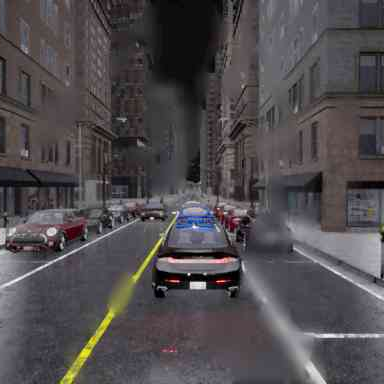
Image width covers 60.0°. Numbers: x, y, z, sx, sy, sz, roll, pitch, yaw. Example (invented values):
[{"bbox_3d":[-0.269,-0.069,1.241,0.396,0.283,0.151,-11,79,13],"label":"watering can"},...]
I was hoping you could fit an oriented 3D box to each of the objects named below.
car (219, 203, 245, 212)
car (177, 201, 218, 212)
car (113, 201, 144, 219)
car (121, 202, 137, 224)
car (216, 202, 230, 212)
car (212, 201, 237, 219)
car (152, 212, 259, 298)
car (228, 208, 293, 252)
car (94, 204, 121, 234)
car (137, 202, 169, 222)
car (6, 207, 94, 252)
[{"bbox_3d":[2.818,1.544,19.056,1.887,1.381,4.507,-1,0,0],"label":"car"},{"bbox_3d":[0.163,1.477,17.991,1.882,1.535,5.008,0,0,0],"label":"car"},{"bbox_3d":[-5.668,1.545,30.098,1.887,1.381,4.507,-1,0,0],"label":"car"},{"bbox_3d":[-5.687,1.550,24.592,2.008,1.369,4.403,-1,0,0],"label":"car"},{"bbox_3d":[2.838,1.544,24.562,1.887,1.381,4.507,-1,0,0],"label":"car"},{"bbox_3d":[2.857,1.545,30.067,1.887,1.381,4.507,-1,0,0],"label":"car"},{"bbox_3d":[0.128,1.490,8.486,2.128,1.511,4.902,0,0,0],"label":"car"},{"bbox_3d":[2.799,1.565,13.552,1.947,1.339,4.313,-1,0,0],"label":"car"},{"bbox_3d":[-5.707,1.565,19.087,1.947,1.339,4.313,-1,0,0],"label":"car"},{"bbox_3d":[-2.912,1.547,26.940,2.033,1.411,5.357,0,0,0],"label":"car"},{"bbox_3d":[-5.728,1.439,13.582,1.967,1.590,4.097,-1,0,0],"label":"car"}]
